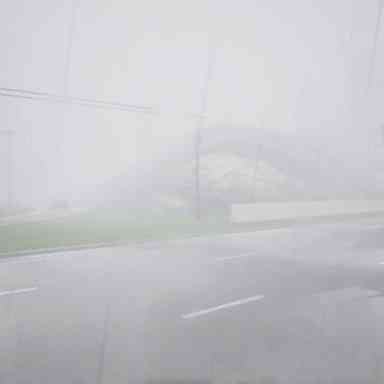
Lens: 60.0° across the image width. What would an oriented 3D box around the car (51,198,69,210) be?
[{"bbox_3d":[-17.026,1.463,42.803,1.812,1.442,4.674,0,0,-27],"label":"car"}]
